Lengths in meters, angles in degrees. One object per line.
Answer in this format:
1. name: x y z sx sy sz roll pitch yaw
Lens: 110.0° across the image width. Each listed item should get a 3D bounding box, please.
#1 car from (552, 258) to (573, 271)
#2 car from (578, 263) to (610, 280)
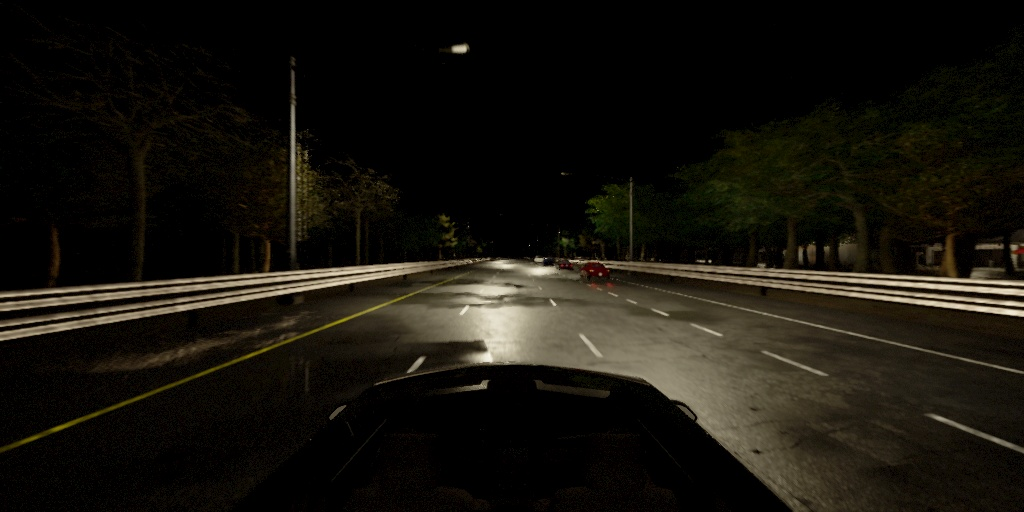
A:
1. car: 7.093 1.309 48.861 2.033 1.411 5.357 0 0 0
2. car: 7.040 1.285 30.800 1.812 1.442 4.674 0 0 0
